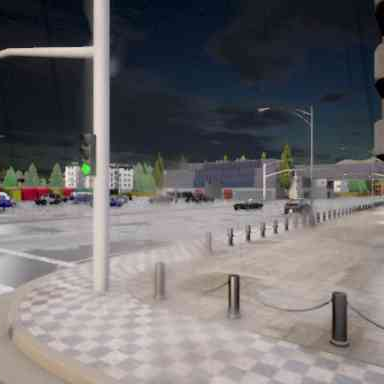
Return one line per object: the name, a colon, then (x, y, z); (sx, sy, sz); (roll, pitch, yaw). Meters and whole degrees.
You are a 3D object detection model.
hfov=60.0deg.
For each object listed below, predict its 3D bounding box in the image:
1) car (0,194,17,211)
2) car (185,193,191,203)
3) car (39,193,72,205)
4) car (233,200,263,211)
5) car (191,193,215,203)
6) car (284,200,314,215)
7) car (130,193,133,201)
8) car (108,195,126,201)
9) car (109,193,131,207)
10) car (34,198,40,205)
car: (-25.890, 1.397, 44.801); (1.970, 1.475, 3.806); (0, 0, 36)
car: (0.213, 1.168, 66.043); (1.905, 1.878, 3.866); (0, 0, 36)
car: (-25.979, 1.143, 63.488); (1.932, 1.855, 4.605); (0, 0, 36)
car: (6.836, 1.636, 40.555); (1.895, 1.301, 4.718); (0, 0, 36)
car: (2.514, 1.169, 64.286); (1.932, 1.855, 4.605); (0, 0, 36)
car: (11.059, 1.550, 34.328); (1.837, 1.490, 4.892); (0, 1, 36)
car: (-15.629, 1.146, 77.624); (1.905, 1.878, 3.866); (0, 0, 36)
car: (-17.957, 1.382, 79.346); (1.970, 1.475, 3.806); (0, 0, 36)
car: (-12.304, 1.404, 53.563); (1.970, 1.475, 3.806); (0, 0, 36)
car: (-28.276, 1.350, 65.254); (1.784, 1.438, 3.905); (0, 0, 36)
